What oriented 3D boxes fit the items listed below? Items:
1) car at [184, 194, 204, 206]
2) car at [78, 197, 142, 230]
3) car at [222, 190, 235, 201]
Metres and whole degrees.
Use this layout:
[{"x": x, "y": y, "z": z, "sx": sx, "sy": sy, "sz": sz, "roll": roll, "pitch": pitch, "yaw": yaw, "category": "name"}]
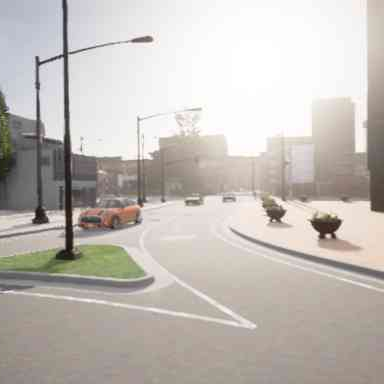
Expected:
[{"x": 0.345, "y": 0.986, "z": 43.728, "sx": 2.033, "sy": 1.411, "sz": 5.357, "roll": -1, "pitch": 1, "yaw": 11, "category": "car"}, {"x": -4.769, "y": 1.163, "z": 19.817, "sx": 2.097, "sy": 1.767, "sz": 4.553, "roll": -1, "pitch": 1, "yaw": 16, "category": "car"}, {"x": 6.106, "y": 0.844, "z": 54.587, "sx": 1.895, "sy": 1.301, "sz": 4.718, "roll": -1, "pitch": 1, "yaw": 11, "category": "car"}]
